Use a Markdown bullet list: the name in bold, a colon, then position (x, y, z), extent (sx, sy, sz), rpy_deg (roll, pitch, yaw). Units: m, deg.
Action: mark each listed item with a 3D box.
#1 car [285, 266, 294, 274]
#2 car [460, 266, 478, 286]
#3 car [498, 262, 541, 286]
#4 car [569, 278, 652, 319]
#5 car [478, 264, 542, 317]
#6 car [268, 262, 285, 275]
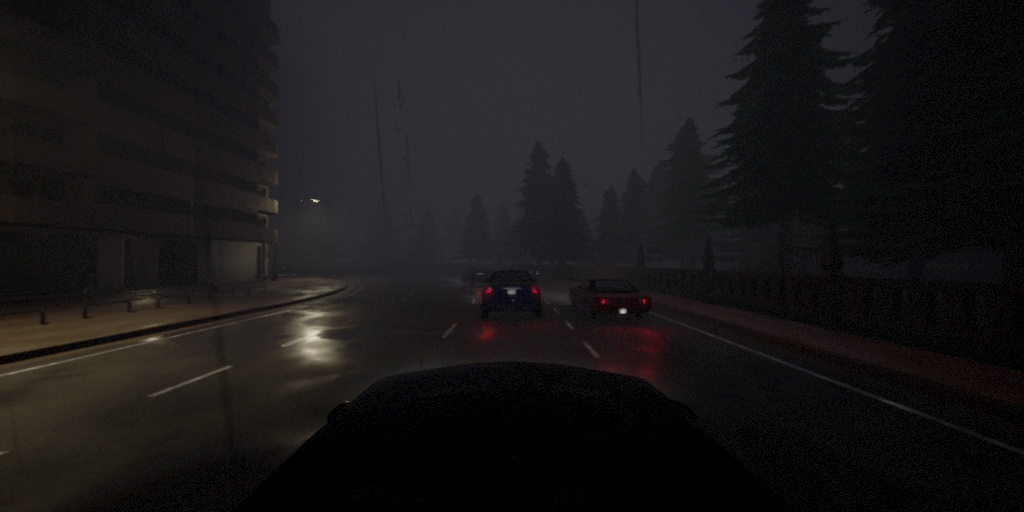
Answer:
- **car**: position (-33.306, 1.681, 50.674), extent (4.553, 1.767, 2.097), rpy_deg (0, -1, 12)
- **car**: position (-2.889, 1.568, 29.226), extent (2.128, 1.511, 4.902), rpy_deg (0, -1, -21)
- **car**: position (0.516, 1.437, 30.044), extent (2.097, 1.767, 4.553), rpy_deg (0, -1, -21)
- **car**: position (3.455, 1.491, 13.565), extent (1.895, 1.301, 4.718), rpy_deg (0, -1, -2)
- **car**: position (-0.089, 1.248, 14.096), extent (2.097, 1.767, 4.553), rpy_deg (0, -1, -2)
- **car**: position (-32.843, 1.812, 47.002), extent (4.674, 1.442, 1.812), rpy_deg (0, -1, 13)
